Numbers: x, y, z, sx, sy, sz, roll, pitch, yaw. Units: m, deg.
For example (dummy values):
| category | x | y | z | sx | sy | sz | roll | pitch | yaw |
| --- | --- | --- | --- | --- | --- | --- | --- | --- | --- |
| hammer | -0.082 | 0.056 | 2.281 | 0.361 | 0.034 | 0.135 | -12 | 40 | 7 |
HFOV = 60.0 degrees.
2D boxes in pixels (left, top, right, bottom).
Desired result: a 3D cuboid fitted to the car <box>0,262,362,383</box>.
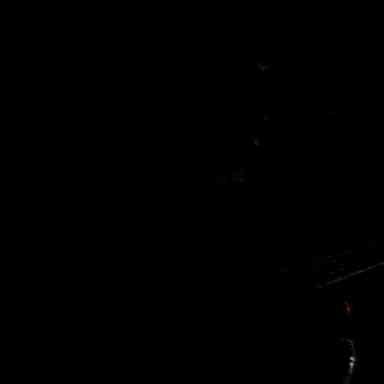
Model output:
| category | x | y | z | sx | sy | sz | roll | pitch | yaw |
| --- | --- | --- | --- | --- | --- | --- | --- | --- | --- |
| car | -0.070 | 1.542 | 3.453 | 4.181 | 1.385 | 1.994 | -2 | 1 | -37 |
